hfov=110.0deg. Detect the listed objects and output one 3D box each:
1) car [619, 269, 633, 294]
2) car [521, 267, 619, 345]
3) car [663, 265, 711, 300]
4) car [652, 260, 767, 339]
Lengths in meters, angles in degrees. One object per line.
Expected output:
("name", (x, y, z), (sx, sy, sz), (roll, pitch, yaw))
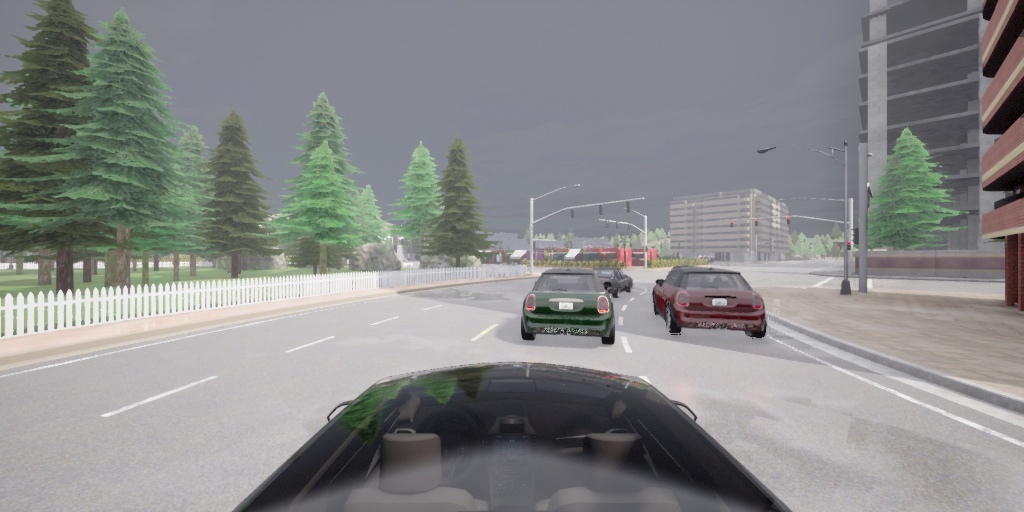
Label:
("car", (4.908, 1.298, 18.586), (2.033, 1.411, 5.357), (0, 0, 29))
("car", (1.635, 1.102, 9.842), (2.097, 1.767, 4.553), (0, 0, 13))
("car", (9.338, 1.256, 18.882), (1.837, 1.490, 4.892), (0, 0, 31))
("car", (5.409, 1.103, 10.430), (2.097, 1.767, 4.553), (0, 0, 15))
